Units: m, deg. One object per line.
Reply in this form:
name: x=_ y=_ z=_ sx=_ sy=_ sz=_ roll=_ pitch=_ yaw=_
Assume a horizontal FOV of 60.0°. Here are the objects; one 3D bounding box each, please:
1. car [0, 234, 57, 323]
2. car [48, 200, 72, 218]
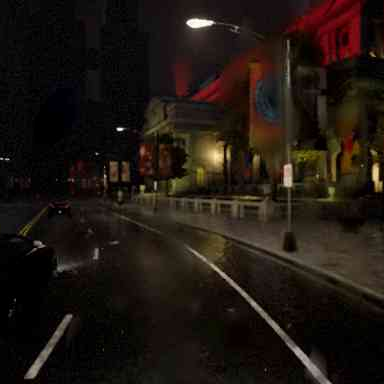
car: x=-4.300 y=1.570 z=7.062 sx=1.994 sy=1.385 sz=4.181 roll=0 pitch=0 yaw=-9
car: x=-12.066 y=1.489 z=30.452 sx=2.128 sy=1.511 sz=4.902 roll=0 pitch=0 yaw=-21
